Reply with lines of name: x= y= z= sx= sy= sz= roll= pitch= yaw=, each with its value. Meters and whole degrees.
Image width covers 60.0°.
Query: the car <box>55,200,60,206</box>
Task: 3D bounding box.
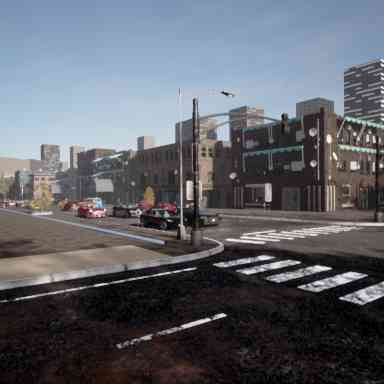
car: x=-22.966 y=2.138 z=60.810 sx=1.882 sy=1.535 sz=5.008 roll=-1 pitch=0 yaw=-37

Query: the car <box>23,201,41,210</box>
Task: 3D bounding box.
car: x=-26.735 y=2.230 z=56.167 sx=1.752 sy=1.417 sz=4.829 roll=-1 pitch=0 yaw=-37

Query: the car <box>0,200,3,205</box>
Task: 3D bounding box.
car: x=-43.416 y=2.544 z=78.464 sx=2.008 sy=1.369 sz=4.403 roll=-1 pitch=0 yaw=-37

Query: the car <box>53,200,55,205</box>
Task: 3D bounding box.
car: x=-30.075 y=2.360 z=74.622 sx=1.947 sy=1.339 sz=4.313 roll=-1 pitch=0 yaw=-37

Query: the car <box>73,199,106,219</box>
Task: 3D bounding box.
car: x=-10.260 y=1.844 z=34.143 sx=1.967 sy=1.590 sz=4.097 roll=-2 pitch=0 yaw=-37

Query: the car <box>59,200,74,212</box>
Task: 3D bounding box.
car: x=-17.015 y=2.066 z=47.597 sx=1.812 sy=1.442 sz=4.674 roll=-1 pitch=0 yaw=-36

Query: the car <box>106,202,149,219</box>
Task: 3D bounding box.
car: x=-6.365 y=1.834 z=33.283 sx=2.128 sy=1.511 sz=4.902 roll=-1 pitch=0 yaw=-37

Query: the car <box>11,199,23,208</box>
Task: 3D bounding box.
car: x=-33.469 y=2.373 z=65.168 sx=2.008 sy=1.369 sz=4.403 roll=-1 pitch=0 yaw=-37

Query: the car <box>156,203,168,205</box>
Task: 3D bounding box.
car: x=-3.548 y=1.900 z=39.165 sx=1.802 sy=1.307 sz=4.206 roll=-2 pitch=0 yaw=-37

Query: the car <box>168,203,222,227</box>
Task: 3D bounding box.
car: x=0.263 y=1.780 z=24.397 sx=1.994 sy=1.385 sz=4.181 roll=-1 pitch=0 yaw=-38

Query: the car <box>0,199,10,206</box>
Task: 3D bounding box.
car: x=-46.731 y=2.594 z=82.895 sx=1.887 sy=1.381 sz=4.507 roll=-1 pitch=0 yaw=-37

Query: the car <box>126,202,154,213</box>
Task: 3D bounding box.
car: x=-6.863 y=1.962 z=43.597 sx=1.802 sy=1.307 sz=4.206 roll=-2 pitch=0 yaw=-37

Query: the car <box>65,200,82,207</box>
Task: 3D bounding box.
car: x=-23.443 y=2.223 z=65.757 sx=1.887 sy=1.381 sz=4.507 roll=-1 pitch=0 yaw=-37

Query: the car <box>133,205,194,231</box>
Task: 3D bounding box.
car: x=-2.042 y=1.813 z=22.959 sx=1.947 sy=1.339 sz=4.313 roll=-2 pitch=0 yaw=-37

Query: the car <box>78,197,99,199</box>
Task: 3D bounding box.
car: x=-16.952 y=1.906 z=52.770 sx=2.097 sy=1.767 sz=4.553 roll=-1 pitch=0 yaw=-37

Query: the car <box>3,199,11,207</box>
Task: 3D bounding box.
car: x=-40.102 y=2.377 z=74.031 sx=1.967 sy=1.590 sz=4.097 roll=-1 pitch=0 yaw=-37

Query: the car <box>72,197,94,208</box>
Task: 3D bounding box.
car: x=-20.133 y=1.936 z=61.324 sx=2.192 sy=1.841 sz=5.009 roll=-1 pitch=0 yaw=-37
